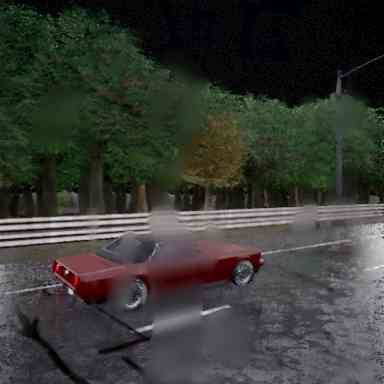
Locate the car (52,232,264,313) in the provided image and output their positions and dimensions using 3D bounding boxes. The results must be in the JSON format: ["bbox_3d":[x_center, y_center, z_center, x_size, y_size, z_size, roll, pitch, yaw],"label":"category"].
[{"bbox_3d":[-0.531,1.606,7.673,4.718,1.301,1.895,0,0,-36],"label":"car"}]
